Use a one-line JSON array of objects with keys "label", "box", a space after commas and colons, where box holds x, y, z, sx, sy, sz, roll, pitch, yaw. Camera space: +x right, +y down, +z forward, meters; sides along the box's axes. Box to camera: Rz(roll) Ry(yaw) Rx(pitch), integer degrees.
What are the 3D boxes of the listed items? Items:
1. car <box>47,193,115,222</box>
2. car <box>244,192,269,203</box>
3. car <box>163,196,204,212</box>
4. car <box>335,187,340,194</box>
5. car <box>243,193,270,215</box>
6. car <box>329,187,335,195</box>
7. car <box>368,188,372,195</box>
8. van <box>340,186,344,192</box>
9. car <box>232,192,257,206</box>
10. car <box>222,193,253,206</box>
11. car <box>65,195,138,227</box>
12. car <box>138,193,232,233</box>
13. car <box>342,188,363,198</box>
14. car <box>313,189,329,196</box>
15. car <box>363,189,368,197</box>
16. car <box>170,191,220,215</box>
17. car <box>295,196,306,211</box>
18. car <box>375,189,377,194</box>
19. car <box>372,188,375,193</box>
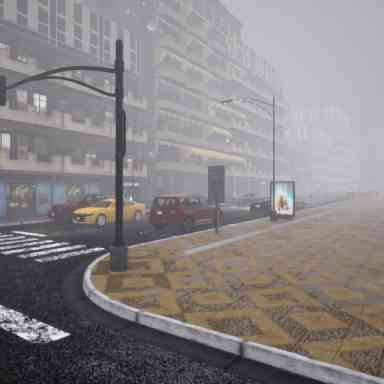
[{"label": "car", "box": [-7.085, 1.010, 22.474, 2.192, 1.841, 5.009, 1, 2, 35]}, {"label": "car", "box": [8.782, 0.754, 45.220, 1.802, 1.307, 4.206, 2, 2, 35]}, {"label": "car", "box": [-0.739, 1.069, 31.577, 1.802, 1.307, 4.206, 2, 2, 35]}, {"label": "car", "box": [34.175, -0.240, 81.600, 1.967, 1.590, 4.097, 2, 2, 35]}, {"label": "car", "box": [6.169, 1.069, 26.832, 1.947, 1.339, 4.313, 1, 2, 35]}, {"label": "car", "box": [31.000, -0.028, 77.055, 1.887, 1.381, 4.507, 2, 2, 35]}, {"label": "car", "box": [34.741, 0.095, 67.772, 1.887, 1.381, 4.507, 1, 2, 35]}, {"label": "van", "box": [37.349, -0.446, 86.145, 1.690, 1.788, 3.998, 2, 2, 35]}, {"label": "car", "box": [6.694, 0.821, 37.709, 1.837, 1.490, 4.892, 0, 1, 35]}, {"label": "car", "box": [5.609, 0.828, 40.672, 2.008, 1.369, 4.403, 2, 2, 35]}, {"label": "car", "box": [-5.054, 1.180, 20.885, 1.882, 1.535, 5.008, 0, 1, 34]}, {"label": "car", "box": [-0.179, 1.026, 17.728, 2.192, 1.841, 5.009, 1, 2, 35]}, {"label": "car", "box": [28.392, 0.308, 58.675, 1.887, 1.381, 4.507, 1, 2, 35]}, {"label": "car", "box": [27.826, -0.025, 72.503, 1.967, 1.590, 4.097, 2, 2, 35]}, {"label": "car", "box": [31.567, 0.098, 63.220, 1.967, 1.590, 4.097, 1, 2, 35]}, {"label": "car", "box": [0.331, 0.878, 28.606, 2.097, 1.767, 4.553, 0, 1, 35]}, {"label": "car", "box": [9.344, 0.964, 31.382, 1.947, 1.339, 4.313, 1, 2, 35]}, {"label": "car", "box": [44.265, -0.221, 81.419, 2.008, 1.369, 4.403, 1, 2, 35]}, {"label": "car", "box": [37.916, -0.012, 72.321, 1.887, 1.381, 4.507, 1, 2, 35]}]
